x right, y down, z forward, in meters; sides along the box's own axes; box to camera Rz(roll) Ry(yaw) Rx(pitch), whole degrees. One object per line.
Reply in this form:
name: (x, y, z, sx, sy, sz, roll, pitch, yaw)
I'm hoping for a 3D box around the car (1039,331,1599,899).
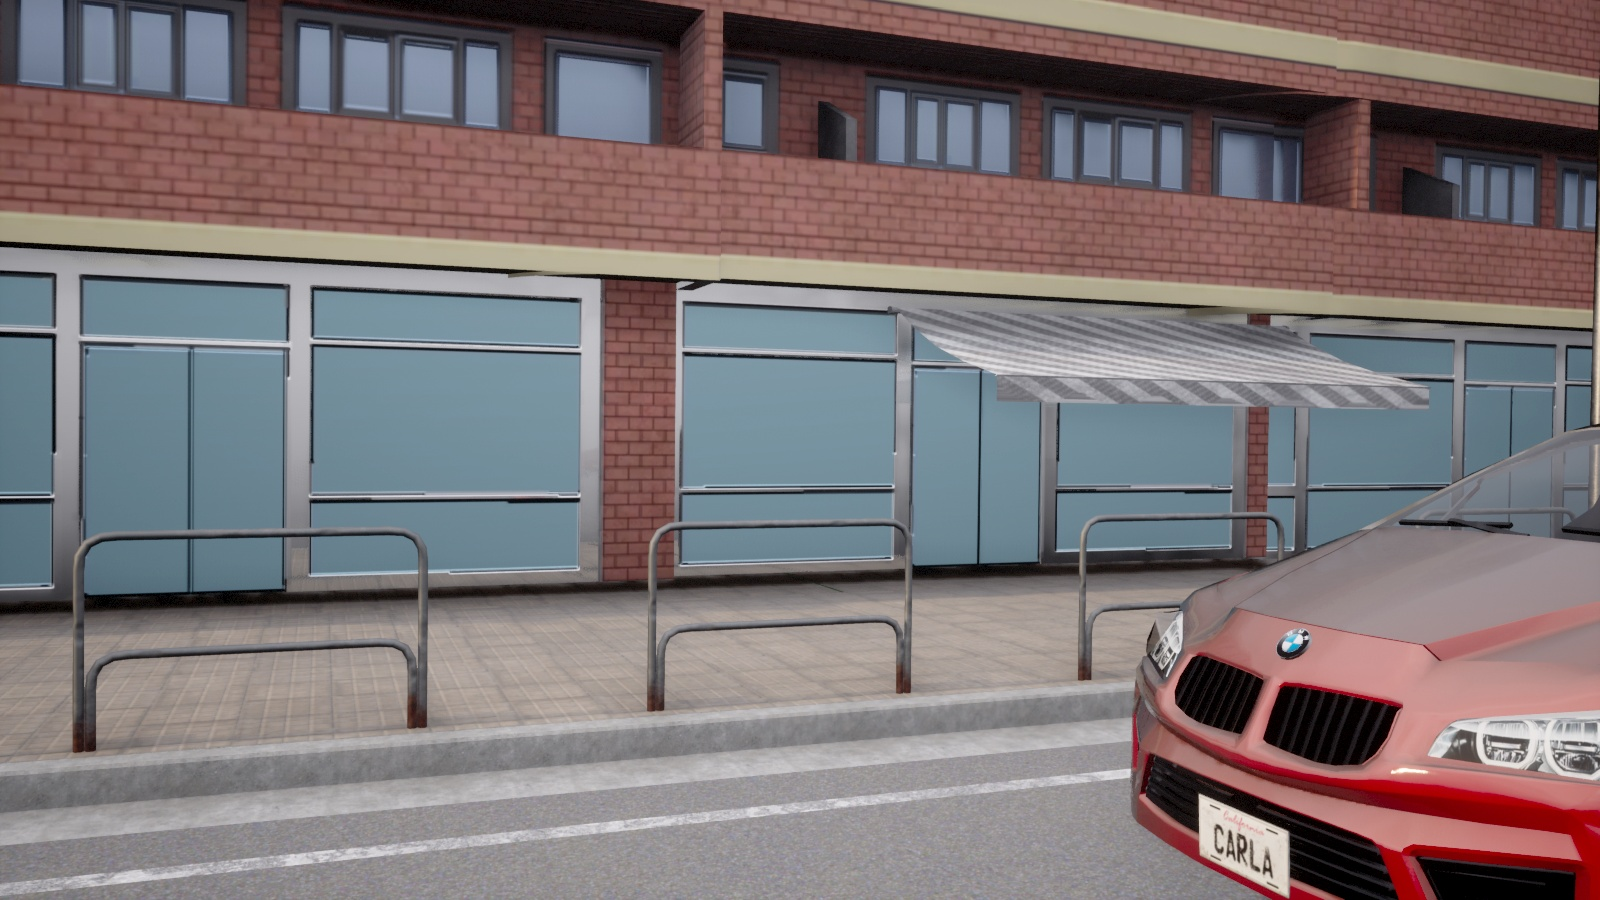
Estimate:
car: (3.469, 0.531, 4.556, 4.611, 1.667, 2.242, -1, 1, -21)
